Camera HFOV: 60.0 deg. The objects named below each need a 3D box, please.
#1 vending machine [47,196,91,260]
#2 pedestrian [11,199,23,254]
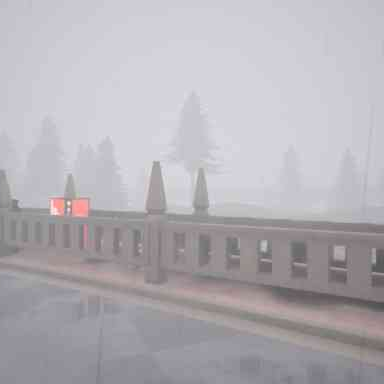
[{"bbox_3d":[-4.286,1.191,11.640,0.880,2.100,1.100,1,0,30],"label":"vending machine"},{"bbox_3d":[-6.016,1.138,11.276,0.375,1.860,0.375,1,1,29],"label":"pedestrian"}]
